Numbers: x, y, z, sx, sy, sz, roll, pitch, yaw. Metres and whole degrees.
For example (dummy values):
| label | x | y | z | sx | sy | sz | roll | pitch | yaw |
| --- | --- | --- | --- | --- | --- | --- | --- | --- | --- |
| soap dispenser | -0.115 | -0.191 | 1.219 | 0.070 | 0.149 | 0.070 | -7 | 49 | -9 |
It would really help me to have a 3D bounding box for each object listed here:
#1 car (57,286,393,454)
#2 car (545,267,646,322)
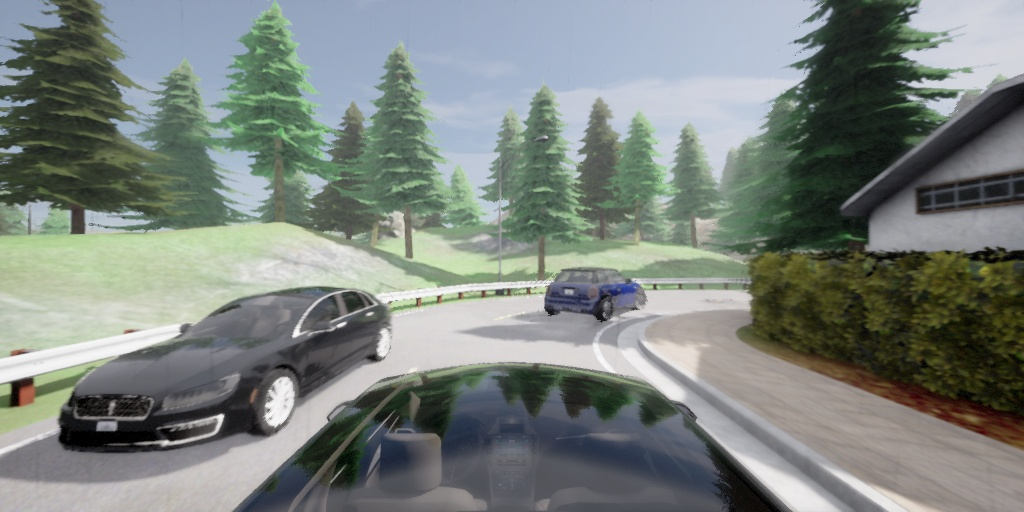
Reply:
| label | x | y | z | sx | sy | sz | roll | pitch | yaw |
| --- | --- | --- | --- | --- | --- | --- | --- | --- | --- |
| car | -3.480 | 1.282 | 5.621 | 1.837 | 1.490 | 4.892 | -1 | 0 | 3 |
| car | 3.147 | 1.172 | 13.017 | 2.097 | 1.767 | 4.553 | 0 | 0 | 39 |
